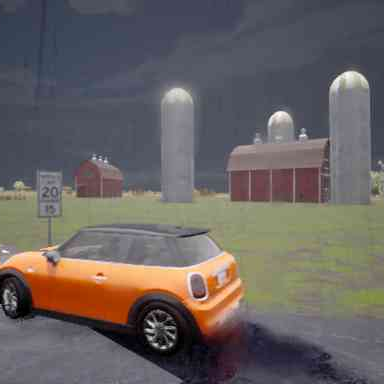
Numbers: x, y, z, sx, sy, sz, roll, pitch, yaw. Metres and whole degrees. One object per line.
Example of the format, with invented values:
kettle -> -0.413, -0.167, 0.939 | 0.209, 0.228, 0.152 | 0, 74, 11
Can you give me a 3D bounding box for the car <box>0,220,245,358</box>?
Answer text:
car -> -1.437, 1.354, 6.104 | 4.553, 1.767, 2.097 | 0, 0, 26
